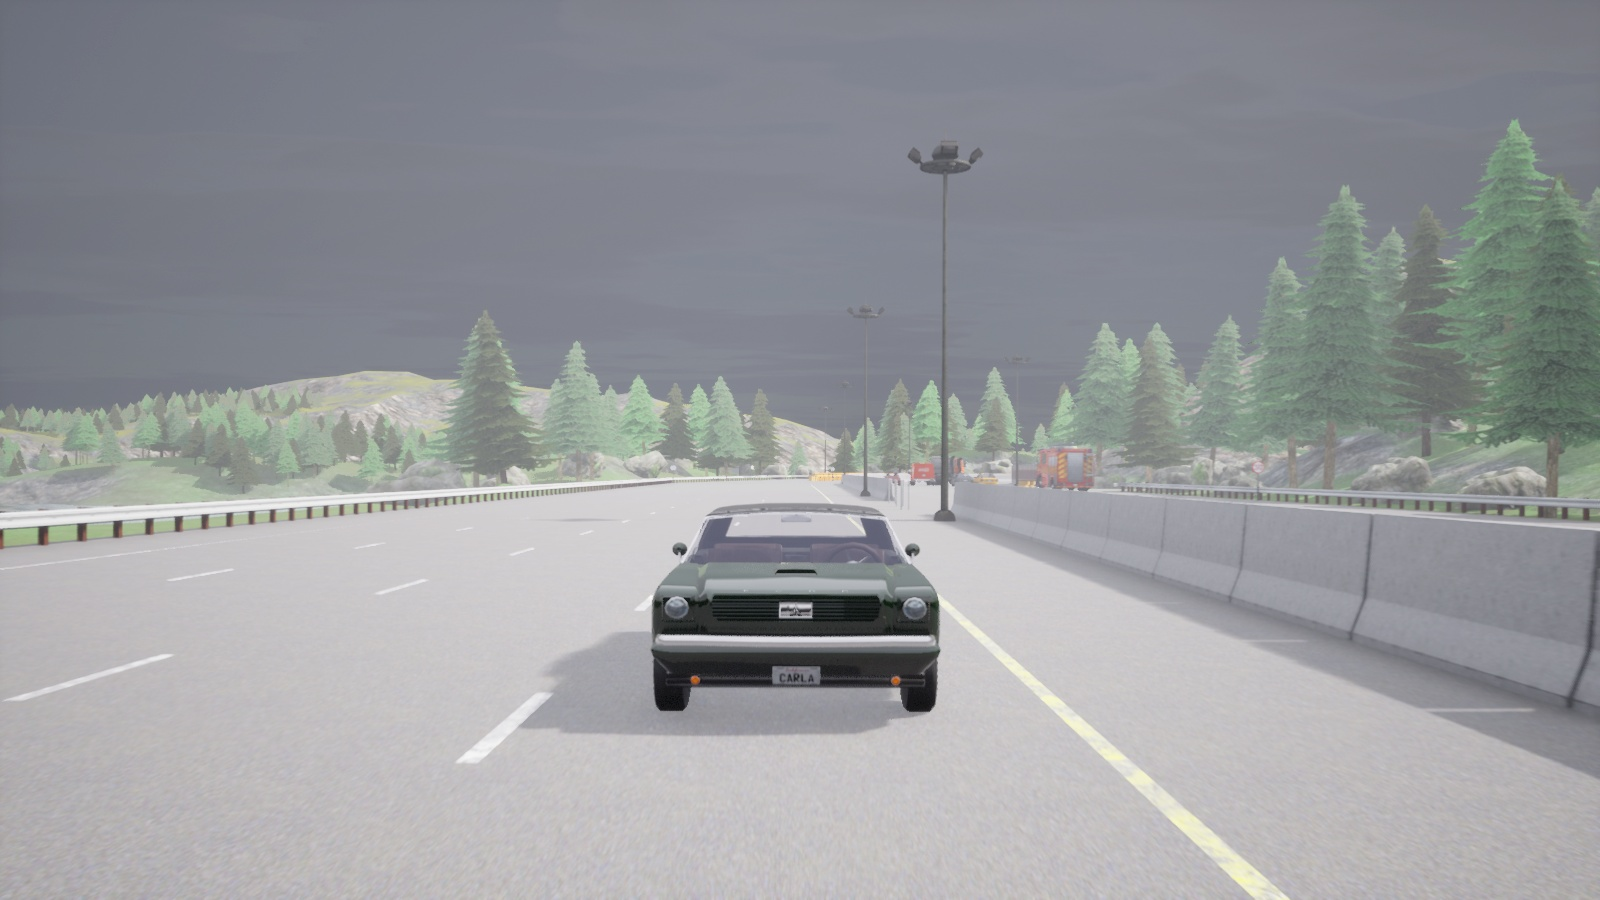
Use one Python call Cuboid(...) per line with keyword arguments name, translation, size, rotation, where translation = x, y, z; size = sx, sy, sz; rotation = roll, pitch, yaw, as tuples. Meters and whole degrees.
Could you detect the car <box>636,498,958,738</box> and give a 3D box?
Cuboid(name="car", translation=(-0.022, 1.079, 9.764), size=(1.895, 1.301, 4.718), rotation=(0, -1, 0))
